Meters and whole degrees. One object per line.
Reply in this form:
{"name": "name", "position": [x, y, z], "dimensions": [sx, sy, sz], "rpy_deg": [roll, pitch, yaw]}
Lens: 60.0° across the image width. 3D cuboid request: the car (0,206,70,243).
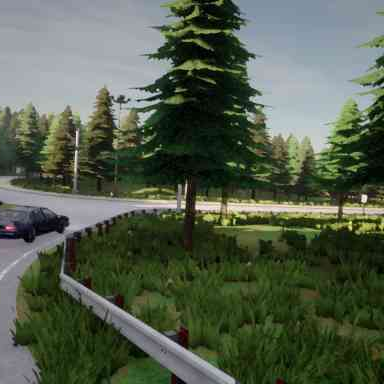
{"name": "car", "position": [-7.588, 1.371, 15.525], "dimensions": [2.033, 1.411, 5.357], "rpy_deg": [4, 1, 3]}
